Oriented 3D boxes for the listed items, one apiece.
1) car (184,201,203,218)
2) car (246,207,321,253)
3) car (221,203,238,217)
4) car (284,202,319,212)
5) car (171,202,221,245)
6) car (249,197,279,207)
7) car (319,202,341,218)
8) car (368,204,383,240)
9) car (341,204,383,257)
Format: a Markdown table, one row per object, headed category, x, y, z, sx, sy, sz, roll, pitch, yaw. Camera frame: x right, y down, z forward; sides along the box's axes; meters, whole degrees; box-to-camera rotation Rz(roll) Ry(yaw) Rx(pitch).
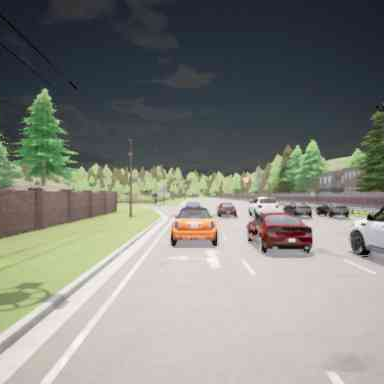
| category | x | y | z | sx | sy | sz | roll | pitch | yaw |
| --- | --- | --- | --- | --- | --- | --- | --- | --- | --- |
| car | 0.108 | 1.802 | 35.458 | 1.882 | 1.535 | 5.008 | 0 | -1 | 0 |
| car | 3.603 | 1.612 | 14.454 | 1.882 | 1.535 | 5.008 | 0 | -1 | 0 |
| car | 3.608 | 1.847 | 35.024 | 1.812 | 1.442 | 4.674 | 0 | -1 | 0 |
| car | 10.607 | 1.802 | 33.701 | 2.128 | 1.511 | 4.902 | 0 | -1 | 0 |
| car | 0.104 | 1.505 | 16.518 | 2.097 | 1.767 | 4.553 | 0 | -1 | 0 |
| car | 7.108 | 1.529 | 33.371 | 2.150 | 2.045 | 5.566 | 0 | -1 | 0 |
| car | 14.107 | 1.802 | 33.696 | 2.128 | 1.511 | 4.902 | 0 | -1 | 0 |
| car | 10.604 | 1.497 | 15.730 | 2.097 | 1.767 | 4.553 | 0 | -1 | 0 |
| car | 7.102 | 1.318 | 10.423 | 2.150 | 2.045 | 5.566 | 0 | -1 | 0 |
